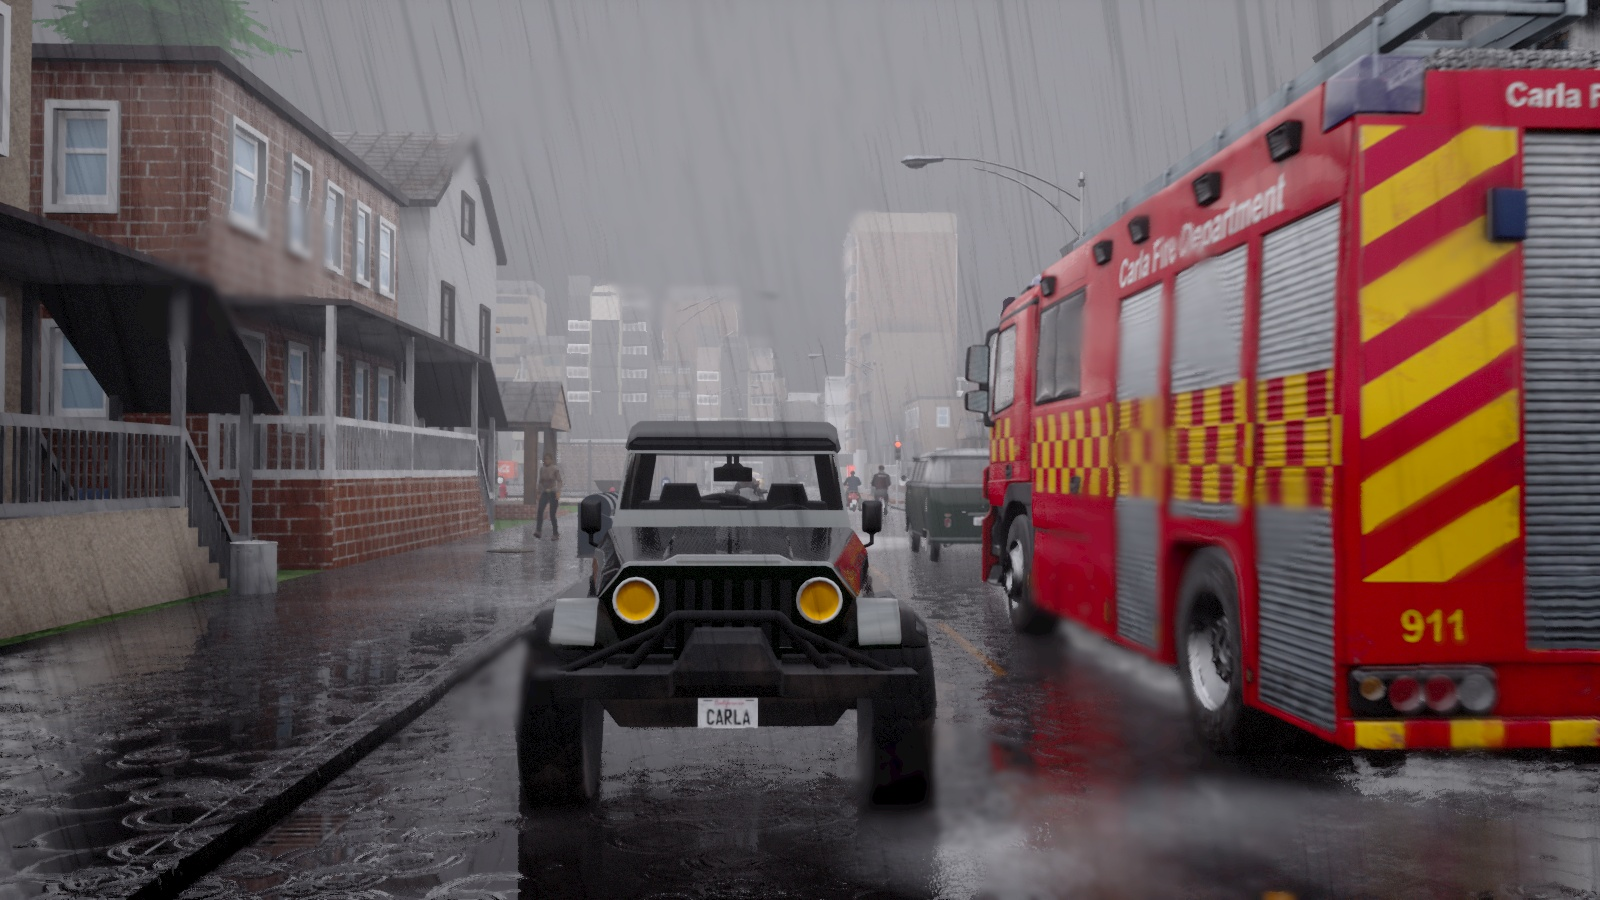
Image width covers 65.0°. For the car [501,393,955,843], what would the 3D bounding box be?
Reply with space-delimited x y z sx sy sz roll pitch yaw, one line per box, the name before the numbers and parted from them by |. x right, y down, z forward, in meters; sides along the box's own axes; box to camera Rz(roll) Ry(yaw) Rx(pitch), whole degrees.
car | -0.380 0.733 7.230 1.905 1.878 3.866 0 -1 -2

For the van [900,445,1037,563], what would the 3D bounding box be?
van | 3.011 0.946 23.353 1.775 1.987 4.442 0 -1 -2

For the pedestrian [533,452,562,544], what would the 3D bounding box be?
pedestrian | -5.143 0.973 25.580 0.331 1.846 0.634 0 -1 14

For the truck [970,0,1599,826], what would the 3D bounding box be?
truck | 3.519 -0.199 9.820 2.891 3.827 8.468 0 -1 -2

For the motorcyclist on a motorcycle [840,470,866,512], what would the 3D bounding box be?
motorcyclist on a motorcycle | 2.054 1.577 48.803 0.866 1.590 1.817 0 -1 -3
